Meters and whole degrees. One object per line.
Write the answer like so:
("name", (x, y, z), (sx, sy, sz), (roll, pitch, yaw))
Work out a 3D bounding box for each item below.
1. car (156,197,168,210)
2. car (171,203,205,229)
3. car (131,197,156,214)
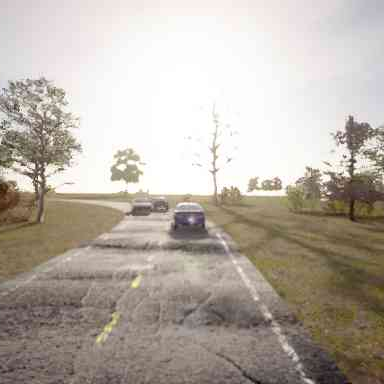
("car", (-4.223, 1.374, 40.924), (1.837, 1.490, 4.892), (1, 0, -18))
("car", (-0.285, 1.432, 21.566), (1.882, 1.535, 5.008), (0, 0, -4))
("car", (-5.189, 1.372, 34.045), (1.882, 1.535, 5.008), (0, 0, -14))
